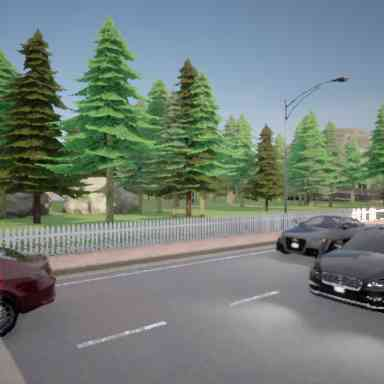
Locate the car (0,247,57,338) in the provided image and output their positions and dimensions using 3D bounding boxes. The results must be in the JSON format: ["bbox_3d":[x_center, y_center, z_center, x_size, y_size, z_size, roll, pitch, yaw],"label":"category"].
[{"bbox_3d":[-4.556,1.526,5.035,4.674,1.442,1.812,0,0,-35],"label":"car"}]

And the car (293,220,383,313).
[{"bbox_3d":[4.592,1.506,7.414,4.892,1.490,1.837,0,0,-37],"label":"car"}]

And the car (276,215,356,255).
[{"bbox_3d":[4.972,1.564,12.051,4.181,1.385,1.994,0,0,-36],"label":"car"}]
